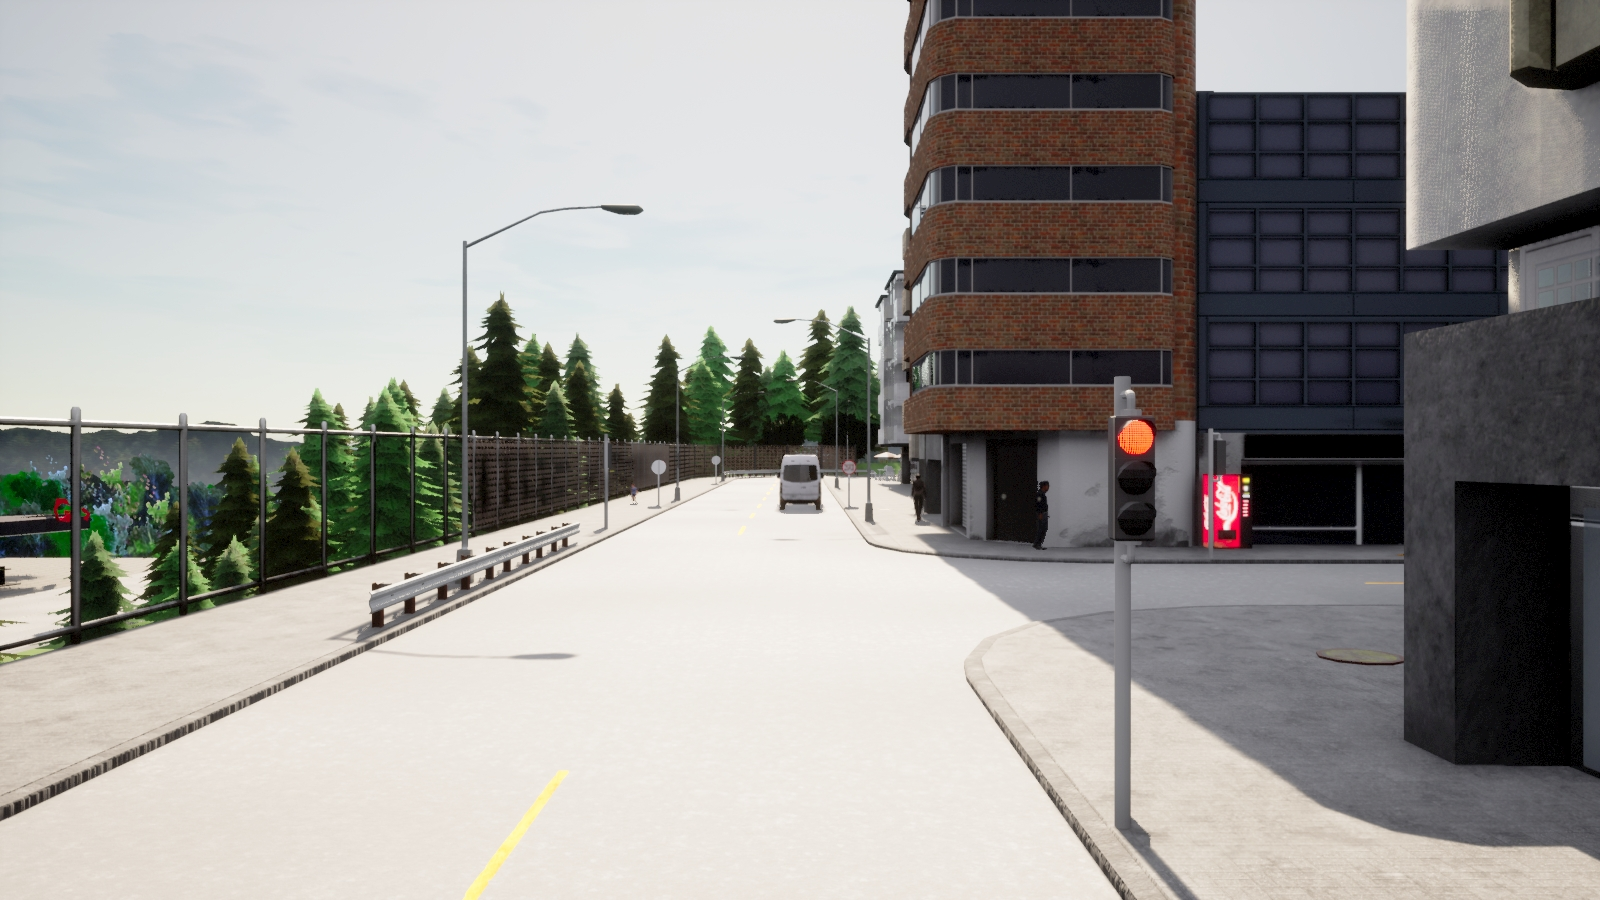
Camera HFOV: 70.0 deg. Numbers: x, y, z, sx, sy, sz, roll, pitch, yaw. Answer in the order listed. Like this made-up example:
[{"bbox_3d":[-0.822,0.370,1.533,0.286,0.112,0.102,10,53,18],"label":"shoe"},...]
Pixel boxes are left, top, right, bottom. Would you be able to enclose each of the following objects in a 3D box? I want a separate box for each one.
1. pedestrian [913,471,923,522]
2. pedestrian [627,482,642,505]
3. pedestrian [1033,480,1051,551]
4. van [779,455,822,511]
[{"bbox_3d":[4.368,1.719,42.314,0.375,1.860,0.375,0,0,2],"label":"pedestrian"},{"bbox_3d":[-8.043,2.103,55.537,0.500,1.100,0.500,0,0,20],"label":"pedestrian"},{"bbox_3d":[6.386,1.724,30.148,0.375,1.860,0.375,0,0,26],"label":"pedestrian"},{"bbox_3d":[0.018,1.513,55.672,1.988,2.561,5.915,0,0,0],"label":"van"}]
